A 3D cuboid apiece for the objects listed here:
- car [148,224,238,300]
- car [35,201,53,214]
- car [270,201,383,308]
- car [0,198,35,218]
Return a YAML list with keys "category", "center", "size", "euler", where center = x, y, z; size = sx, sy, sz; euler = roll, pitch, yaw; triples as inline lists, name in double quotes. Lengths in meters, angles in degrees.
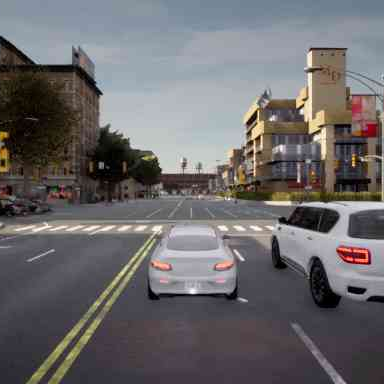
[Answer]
- category: "car"
  center: [0.012, 1.526, 8.284]
  size: [1.812, 1.442, 4.674]
  euler: [0, 0, 0]
- category: "car"
  center: [-16.990, 1.505, 34.315]
  size: [4.892, 1.490, 1.837]
  euler: [0, 0, -4]
- category: "car"
  center: [3.511, 1.221, 8.053]
  size: [2.150, 2.045, 5.566]
  euler: [0, 0, 0]
- category: "car"
  center: [-17.146, 1.352, 30.103]
  size: [4.553, 1.767, 2.097]
  euler: [0, 0, 8]
